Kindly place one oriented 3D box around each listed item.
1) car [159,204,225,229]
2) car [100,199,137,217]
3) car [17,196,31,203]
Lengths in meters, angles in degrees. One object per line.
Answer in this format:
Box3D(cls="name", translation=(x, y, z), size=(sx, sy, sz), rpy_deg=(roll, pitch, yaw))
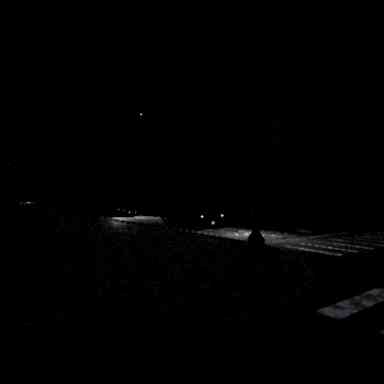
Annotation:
Box3D(cls="car", translation=(-0.103, 1.424, 20.395), size=(1.895, 1.301, 4.718), rpy_deg=(0, 0, -36))
Box3D(cls="car", translation=(-6.555, 1.399, 29.369), size=(1.837, 1.490, 4.892), rpy_deg=(0, 0, -36))
Box3D(cls="car", translation=(-34.416, 1.421, 68.110), size=(1.994, 1.385, 4.181), rpy_deg=(0, 0, -36))
